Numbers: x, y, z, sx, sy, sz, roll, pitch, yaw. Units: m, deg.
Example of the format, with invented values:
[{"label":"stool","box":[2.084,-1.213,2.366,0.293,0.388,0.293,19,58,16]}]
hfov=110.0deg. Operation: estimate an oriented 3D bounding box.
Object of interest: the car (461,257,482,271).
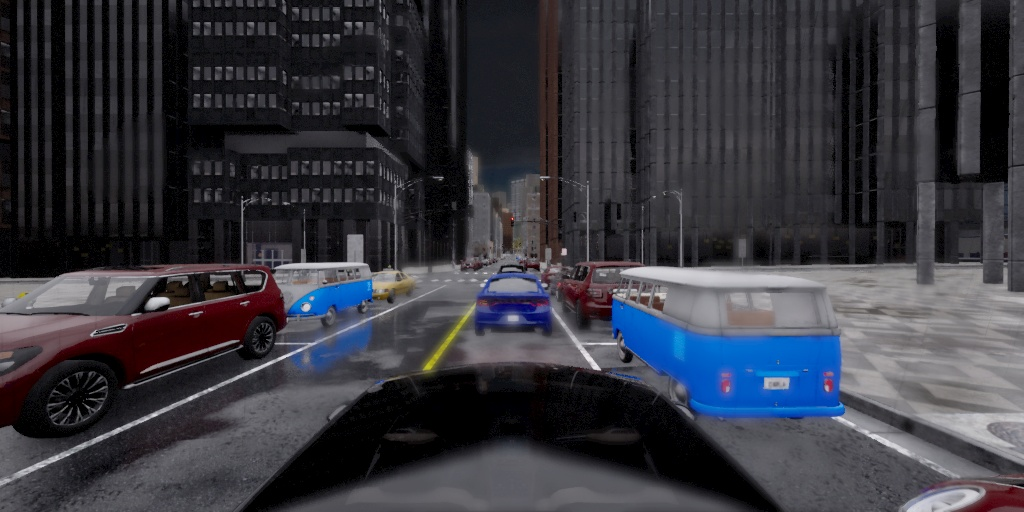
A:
[{"label":"car","box":[-5.769,1.084,49.215,2.192,1.841,5.009,0,0,0]}]

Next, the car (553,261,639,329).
[{"label":"car","box":[2.764,1.064,11.115,2.192,1.841,5.009,0,0,0]}]

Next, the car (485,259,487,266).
[{"label":"car","box":[-5.771,1.348,60.501,1.948,1.339,4.313,0,0,0]}]

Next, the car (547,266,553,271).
[{"label":"car","box":[2.762,1.301,16.641,2.007,1.370,4.403,0,0,0]}]

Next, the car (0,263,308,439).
[{"label":"car","box":[-5.766,1.064,5.602,2.192,1.841,5.009,0,0,0]}]

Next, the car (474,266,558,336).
[{"label":"car","box":[0.057,1.227,10.403,1.882,1.535,5.008,0,0,1]}]

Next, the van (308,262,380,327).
[{"label":"van","box":[-5.766,1.090,11.127,1.690,1.789,3.998,0,0,0]}]

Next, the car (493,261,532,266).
[{"label":"car","box":[-0.002,1.257,20.774,1.837,1.490,4.892,0,0,0]}]

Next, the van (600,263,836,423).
[{"label":"van","box":[2.766,1.090,5.590,1.690,1.789,3.998,0,0,0]}]

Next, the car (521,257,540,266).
[{"label":"car","box":[2.756,1.084,49.206,2.192,1.841,5.009,0,0,0]}]

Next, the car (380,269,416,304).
[{"label":"car","box":[-5.765,1.276,16.481,1.751,1.417,4.829,0,0,0]}]

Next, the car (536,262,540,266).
[{"label":"car","box":[2.760,1.297,22.166,1.888,1.381,4.507,0,0,0]}]

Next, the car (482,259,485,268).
[{"label":"car","box":[-5.770,1.090,54.858,2.192,1.841,5.009,0,0,0]}]
